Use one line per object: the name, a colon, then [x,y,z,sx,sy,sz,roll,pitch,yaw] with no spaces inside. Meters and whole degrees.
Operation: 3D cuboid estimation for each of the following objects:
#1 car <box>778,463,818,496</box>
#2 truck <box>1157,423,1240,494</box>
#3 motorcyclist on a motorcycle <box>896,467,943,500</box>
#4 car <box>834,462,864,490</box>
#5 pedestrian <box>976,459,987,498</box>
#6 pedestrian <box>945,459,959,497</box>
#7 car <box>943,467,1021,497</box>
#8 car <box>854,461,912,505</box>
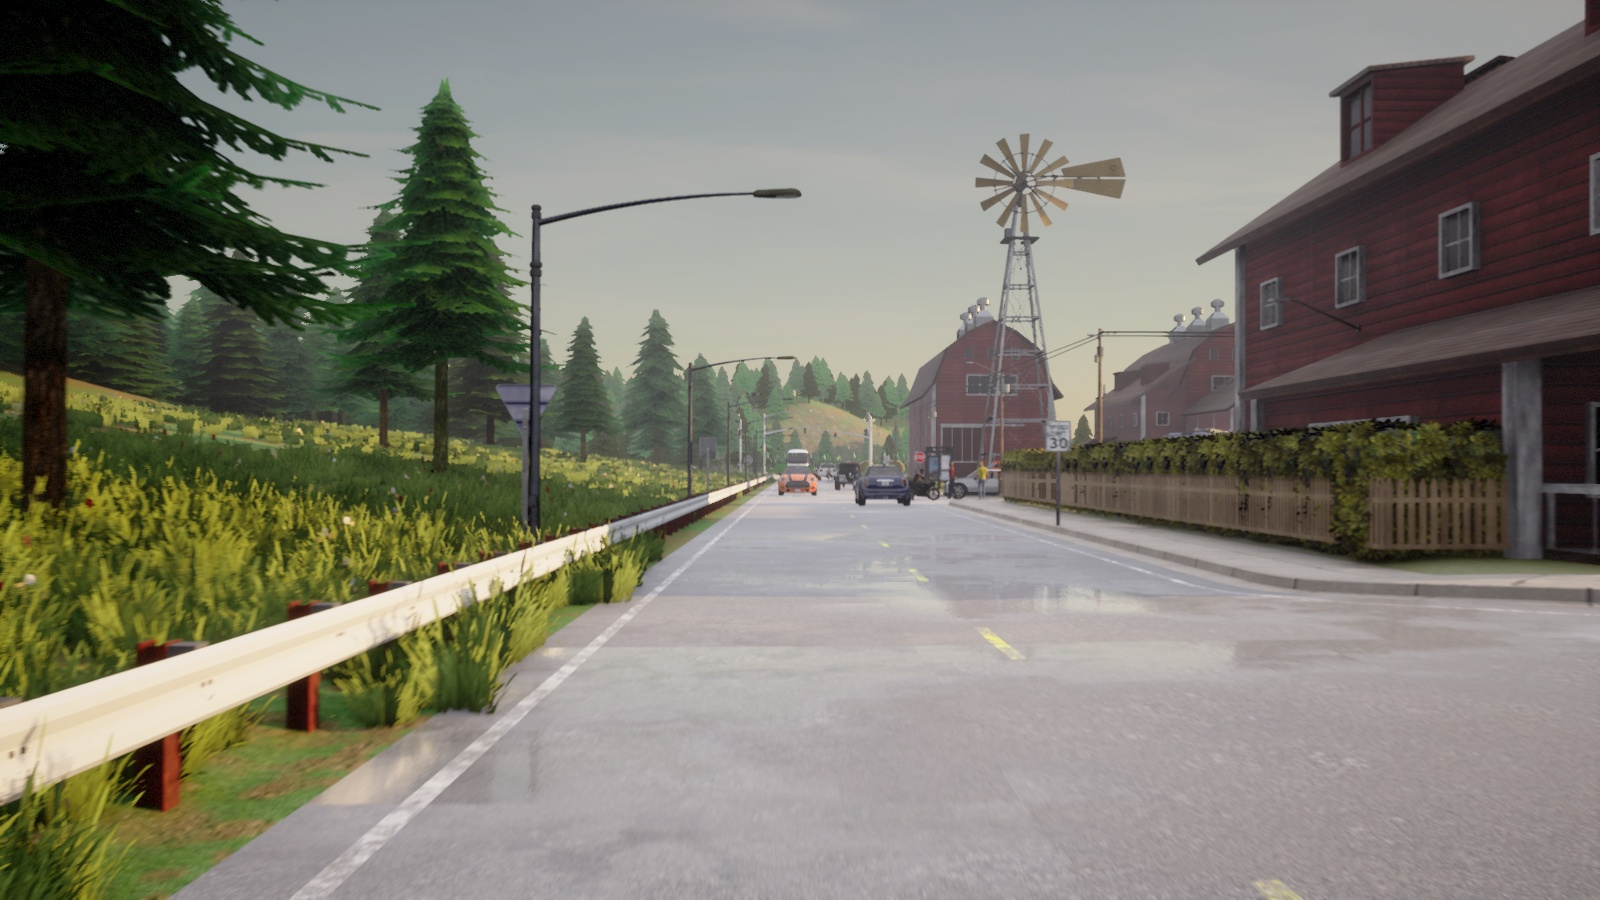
car: [-0.116,1.599,69.401,2.097,1.767,4.553,0,-1,0]
truck: [22.980,0.518,72.114,2.891,3.827,8.468,-1,-1,29]
motorcyclist on a motorcycle: [5.636,1.563,59.265,2.044,1.523,0.797,-1,-1,22]
car: [3.356,1.746,86.081,1.905,1.878,3.866,0,-1,0]
pedestrian: [8.573,1.355,59.317,0.354,1.836,0.706,0,-1,-6]
pedestrian: [7.398,1.385,61.172,0.636,1.846,0.331,0,-1,15]
car: [9.093,1.579,62.732,3.806,1.475,1.970,0,-1,10]
car: [3.412,1.357,52.449,2.097,1.767,4.553,0,-1,0]
